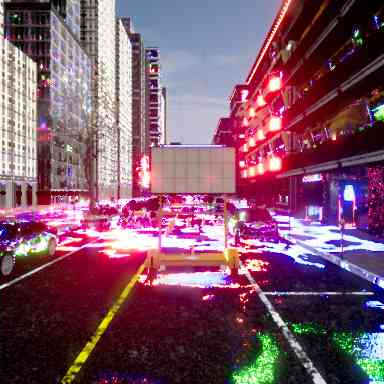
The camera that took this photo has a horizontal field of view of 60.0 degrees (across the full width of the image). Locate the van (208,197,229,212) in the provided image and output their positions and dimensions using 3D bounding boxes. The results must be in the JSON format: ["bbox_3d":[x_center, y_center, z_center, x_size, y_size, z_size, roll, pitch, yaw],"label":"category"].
[{"bbox_3d":[2.773,1.355,32.306,1.690,1.788,3.998,0,0,0],"label":"van"}]

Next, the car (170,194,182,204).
[{"bbox_3d":[-2.835,1.609,62.935,1.994,1.385,4.181,0,0,0],"label":"car"}]

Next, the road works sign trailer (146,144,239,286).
[{"bbox_3d":[0.024,0.465,9.385,2.380,3.560,2.880,0,0,0],"label":"road works sign trailer"}]

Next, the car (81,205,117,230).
[{"bbox_3d":[-5.636,1.531,21.093,1.752,1.417,4.829,0,0,0],"label":"car"}]

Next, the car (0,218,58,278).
[{"bbox_3d":[-5.664,1.546,10.197,1.887,1.381,4.507,0,0,0],"label":"car"}]

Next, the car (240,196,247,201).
[{"bbox_3d":[13.631,1.410,79.348,4.403,1.369,2.008,-1,1,0],"label":"car"}]

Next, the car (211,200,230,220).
[{"bbox_3d":[2.759,1.592,26.774,1.802,1.307,4.206,0,0,0],"label":"car"}]

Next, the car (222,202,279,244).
[{"bbox_3d":[2.730,1.443,15.708,1.967,1.590,4.097,0,0,0],"label":"car"}]

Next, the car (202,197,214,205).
[{"bbox_3d":[2.844,1.591,59.970,2.008,1.369,4.403,0,0,0],"label":"car"}]

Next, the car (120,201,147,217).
[{"bbox_3d":[-5.607,1.596,32.329,1.802,1.307,4.206,0,0,0],"label":"car"}]

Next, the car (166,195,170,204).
[{"bbox_3d":[-5.536,1.585,59.992,1.887,1.381,4.507,0,0,0],"label":"car"}]

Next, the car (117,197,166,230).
[{"bbox_3d":[-3.045,1.358,21.182,2.097,1.767,4.553,0,0,0],"label":"car"}]

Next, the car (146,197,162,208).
[{"bbox_3d":[-5.565,1.553,48.756,1.752,1.417,4.829,0,0,0],"label":"car"}]

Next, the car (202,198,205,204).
[{"bbox_3d":[2.816,1.579,48.904,2.008,1.369,4.403,0,0,0],"label":"car"}]

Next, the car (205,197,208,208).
[{"bbox_3d":[2.787,1.458,37.839,1.967,1.590,4.097,0,0,0],"label":"car"}]
